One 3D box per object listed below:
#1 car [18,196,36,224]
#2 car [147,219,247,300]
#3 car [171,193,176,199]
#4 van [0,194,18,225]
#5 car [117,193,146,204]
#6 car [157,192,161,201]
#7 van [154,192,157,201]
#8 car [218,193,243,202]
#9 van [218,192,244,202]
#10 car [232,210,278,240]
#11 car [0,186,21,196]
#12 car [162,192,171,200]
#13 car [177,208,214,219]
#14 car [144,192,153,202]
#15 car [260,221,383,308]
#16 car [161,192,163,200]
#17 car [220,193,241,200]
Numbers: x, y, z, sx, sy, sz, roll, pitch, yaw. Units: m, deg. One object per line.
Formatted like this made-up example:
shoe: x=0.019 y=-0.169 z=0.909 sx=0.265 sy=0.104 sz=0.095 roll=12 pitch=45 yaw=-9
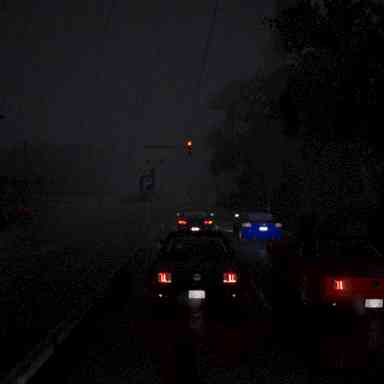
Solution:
car: x=-13.625 y=1.402 z=23.579 sx=4.553 sy=1.767 sz=2.185 roll=-1 pitch=0 yaw=-19
car: x=0.111 y=1.612 z=8.378 sx=1.895 sy=1.301 sz=4.718 roll=0 pitch=0 yaw=0
car: x=-7.993 y=1.062 z=88.325 sx=5.566 sy=2.045 sz=2.435 roll=-1 pitch=0 yaw=-12
van: x=-13.600 y=1.296 z=20.601 sx=4.442 sy=1.987 sz=1.878 roll=-1 pitch=0 yaw=-19
car: x=-11.438 y=1.356 z=61.385 sx=4.792 sy=1.488 sz=2.163 roll=-1 pitch=0 yaw=-15
car: x=-10.005 y=1.319 z=73.340 sx=4.892 sy=1.521 sz=2.231 roll=-1 pitch=0 yaw=-14
van: x=-10.233 y=1.090 z=70.369 sx=4.442 sy=1.987 sz=1.878 roll=-1 pitch=0 yaw=-14
car: x=7.674 y=1.139 z=66.947 sx=4.553 sy=1.767 sz=2.185 roll=1 pitch=0 yaw=-14
van: x=7.290 y=1.040 z=63.977 sx=4.442 sy=1.987 sz=1.878 roll=1 pitch=0 yaw=-14
car: x=3.165 y=1.587 z=16.635 sx=1.994 sy=1.385 sz=4.181 roll=0 pitch=0 yaw=1
car: x=-28.159 y=0.135 z=52.255 sx=2.002 sy=1.452 sz=4.674 roll=6 pitch=-3 yaw=-19
car: x=-8.444 y=1.354 z=85.319 sx=4.674 sy=1.452 sz=2.002 roll=-1 pitch=0 yaw=-12
car: x=0.173 y=1.551 z=17.480 sx=1.812 sy=1.442 sz=4.674 roll=0 pitch=0 yaw=1
car: x=-10.793 y=1.313 z=64.377 sx=5.366 sy=1.575 sz=1.946 roll=-1 pitch=0 yaw=-15
car: x=3.121 y=1.611 z=7.887 sx=1.895 sy=1.301 sz=4.718 roll=0 pitch=0 yaw=0
car: x=-9.632 y=1.357 z=76.335 sx=4.674 sy=1.452 sz=2.002 roll=-1 pitch=0 yaw=-13
car: x=9.467 y=1.126 z=81.646 sx=4.553 sy=1.767 sz=2.185 roll=1 pitch=0 yaw=-12
